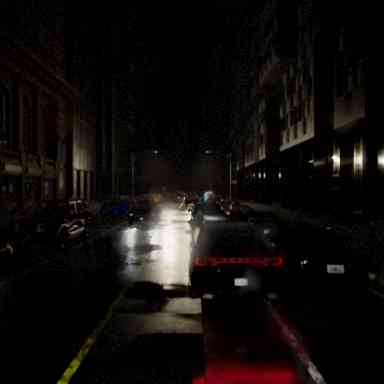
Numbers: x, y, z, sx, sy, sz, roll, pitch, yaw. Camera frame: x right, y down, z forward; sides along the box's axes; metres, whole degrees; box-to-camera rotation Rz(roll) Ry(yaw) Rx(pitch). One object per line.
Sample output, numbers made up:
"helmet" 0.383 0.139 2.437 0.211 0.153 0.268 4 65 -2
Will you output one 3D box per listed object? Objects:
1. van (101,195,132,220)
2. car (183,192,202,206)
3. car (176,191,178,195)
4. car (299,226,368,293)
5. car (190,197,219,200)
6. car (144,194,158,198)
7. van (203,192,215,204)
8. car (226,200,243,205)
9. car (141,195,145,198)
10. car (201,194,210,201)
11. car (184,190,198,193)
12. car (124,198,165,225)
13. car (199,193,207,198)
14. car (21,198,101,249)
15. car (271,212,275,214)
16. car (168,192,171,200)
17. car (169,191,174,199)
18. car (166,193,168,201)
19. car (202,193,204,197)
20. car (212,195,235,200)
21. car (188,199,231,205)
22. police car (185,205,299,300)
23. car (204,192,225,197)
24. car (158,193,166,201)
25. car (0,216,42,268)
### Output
"van" -5.762 1.148 25.265 1.690 1.788 3.998 0 0 0
"car" 0.026 1.161 46.203 1.837 1.490 4.892 0 0 0
"car" -5.770 0.649 92.485 2.192 1.841 5.009 0 0 0
"car" 2.764 1.499 8.476 1.947 1.339 4.313 0 0 0
"car" 0.897 1.340 24.326 1.812 1.442 4.674 0 0 0
"car" -5.765 1.126 42.071 1.967 1.590 4.097 0 0 0
"van" 2.759 0.947 53.290 1.690 1.788 3.998 0 0 0
"car" 2.762 1.399 19.679 2.008 1.369 4.403 0 0 0
"car" -5.764 1.293 30.698 1.752 1.417 4.829 0 0 0
"car" 2.757 1.070 70.097 1.802 1.307 4.206 0 0 0
"car" -0.008 0.743 65.220 2.150 2.045 5.566 0 0 0
"car" -3.089 1.352 22.656 1.812 1.442 4.674 0 0 0
"car" 2.755 0.917 86.903 1.887 1.381 4.507 0 0 0
"car" -5.761 1.206 14.062 2.192 1.841 5.009 0 0 0
"car" 2.763 1.457 14.078 1.947 1.339 4.313 0 0 0
"car" -5.768 1.093 64.478 1.947 1.339 4.313 0 0 0
"car" -5.769 1.000 75.681 2.008 1.369 4.403 0 0 0
"car" -5.767 1.148 58.876 1.802 1.307 4.206 0 0 0
"car" 2.759 1.170 47.859 1.752 1.417 4.829 0 0 0
"car" 2.762 1.247 25.281 1.967 1.590 4.097 0 0 0
"car" 0.838 1.364 18.326 1.837 1.490 4.892 0 0 0
"police car" 0.858 1.359 8.433 1.930 1.638 5.238 0 0 0
"car" 2.761 1.041 36.484 2.192 1.841 5.009 0 0 0
"car" -5.766 1.046 53.274 1.967 1.590 4.097 0 0 0
"car" -5.761 1.515 8.462 1.802 1.307 4.206 0 0 0
